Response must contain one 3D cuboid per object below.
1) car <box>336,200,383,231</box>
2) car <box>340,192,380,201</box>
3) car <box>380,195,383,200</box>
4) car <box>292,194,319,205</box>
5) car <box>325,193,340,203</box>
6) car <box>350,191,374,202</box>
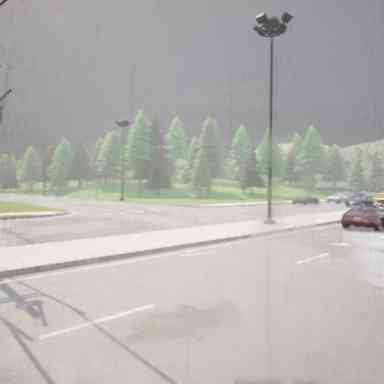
[{"bbox_3d":[10.258,1.365,19.117,4.181,1.385,1.994,0,1,-44],"label":"car"},{"bbox_3d":[20.055,1.075,39.623,4.902,1.511,2.128,0,1,-42],"label":"car"},{"bbox_3d":[27.241,1.026,46.080,5.008,1.535,1.882,0,1,-41],"label":"car"},{"bbox_3d":[15.385,0.998,44.828,4.674,1.442,1.812,0,1,-42],"label":"car"},{"bbox_3d":[22.380,0.964,51.117,4.674,1.442,1.812,-1,1,-41],"label":"car"},{"bbox_3d":[29.244,0.757,57.235,4.553,1.767,2.097,0,1,-41],"label":"car"}]
